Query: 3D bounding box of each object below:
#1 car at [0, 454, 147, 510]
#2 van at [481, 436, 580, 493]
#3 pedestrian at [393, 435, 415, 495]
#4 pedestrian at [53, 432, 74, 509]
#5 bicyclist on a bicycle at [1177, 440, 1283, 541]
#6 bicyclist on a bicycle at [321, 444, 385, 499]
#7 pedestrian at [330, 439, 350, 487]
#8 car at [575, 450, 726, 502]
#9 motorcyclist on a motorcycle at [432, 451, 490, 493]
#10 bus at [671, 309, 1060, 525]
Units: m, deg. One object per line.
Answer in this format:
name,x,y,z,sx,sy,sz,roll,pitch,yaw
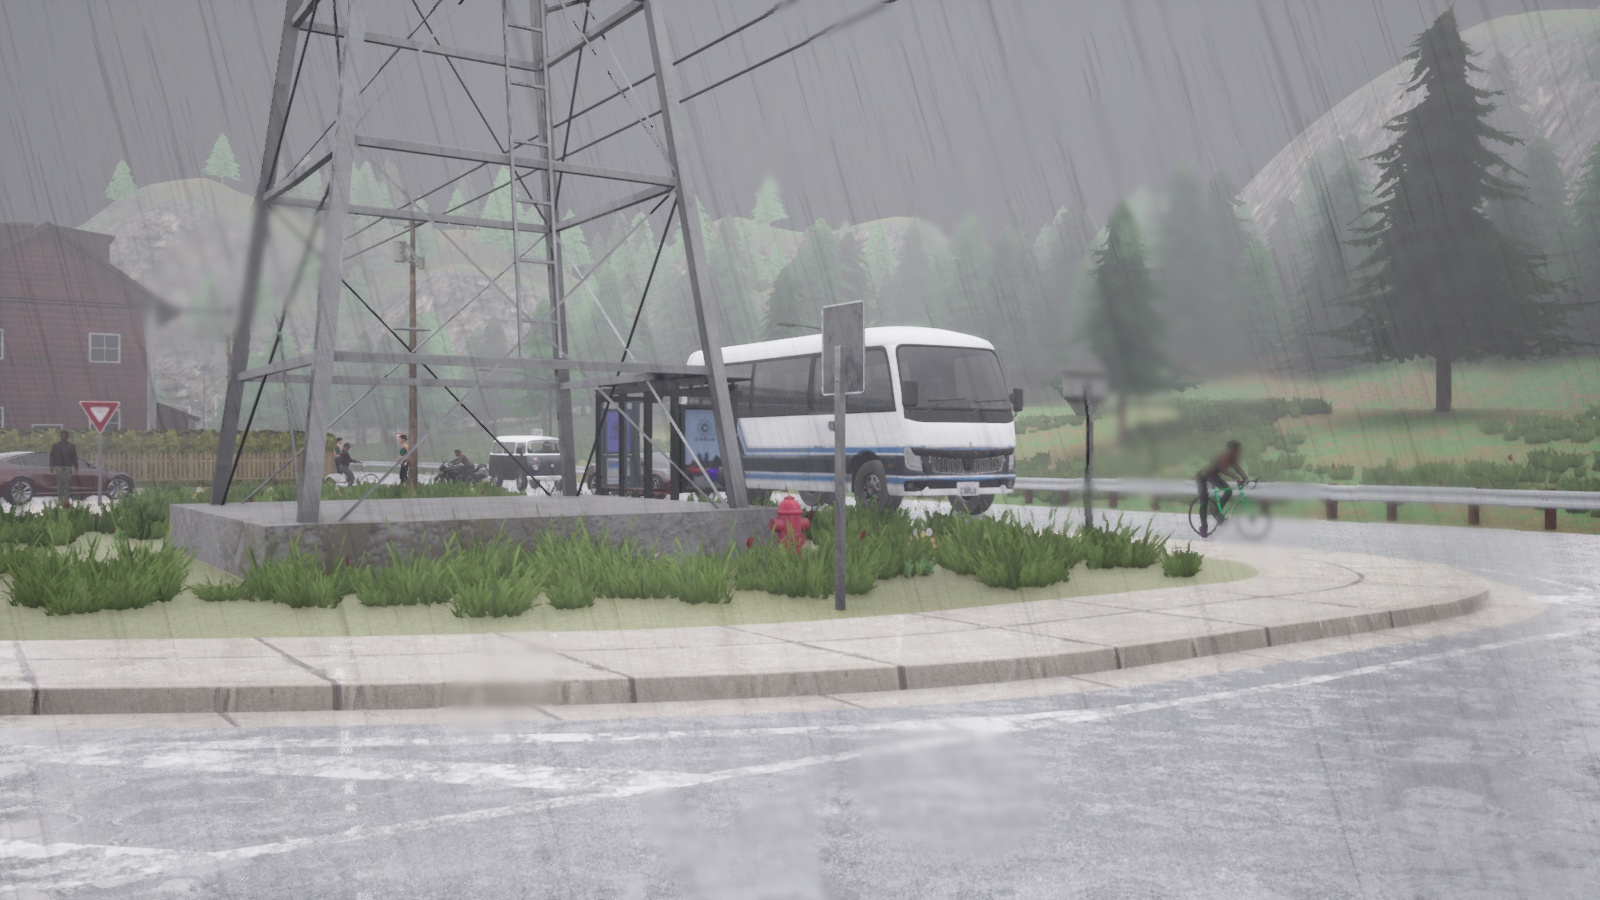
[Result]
car,-21.602,0.865,36.012,2.163,1.488,4.792,0,0,24
van,-10.102,0.515,46.789,2.069,2.038,4.480,0,0,-34
pedestrian,-12.243,0.463,38.816,0.594,1.836,0.345,0,0,-30
pedestrian,-17.896,0.500,30.524,0.431,1.840,0.703,0,0,-30
bicyclist on a bicycle,7.169,0.648,21.014,0.582,1.620,1.656,0,0,-34
bicyclist on a bicycle,-14.687,0.692,41.286,1.843,1.776,0.659,-1,0,-36
pedestrian,-17.494,0.492,47.761,0.345,1.836,0.594,0,0,39
car,-4.648,0.761,38.531,2.163,1.488,4.792,0,0,-44
motorcyclist on a motorcycle,-12.497,0.789,46.348,2.044,1.523,0.797,0,0,-12
bus,1.077,-0.647,30.093,3.944,4.253,10.273,0,0,-34
